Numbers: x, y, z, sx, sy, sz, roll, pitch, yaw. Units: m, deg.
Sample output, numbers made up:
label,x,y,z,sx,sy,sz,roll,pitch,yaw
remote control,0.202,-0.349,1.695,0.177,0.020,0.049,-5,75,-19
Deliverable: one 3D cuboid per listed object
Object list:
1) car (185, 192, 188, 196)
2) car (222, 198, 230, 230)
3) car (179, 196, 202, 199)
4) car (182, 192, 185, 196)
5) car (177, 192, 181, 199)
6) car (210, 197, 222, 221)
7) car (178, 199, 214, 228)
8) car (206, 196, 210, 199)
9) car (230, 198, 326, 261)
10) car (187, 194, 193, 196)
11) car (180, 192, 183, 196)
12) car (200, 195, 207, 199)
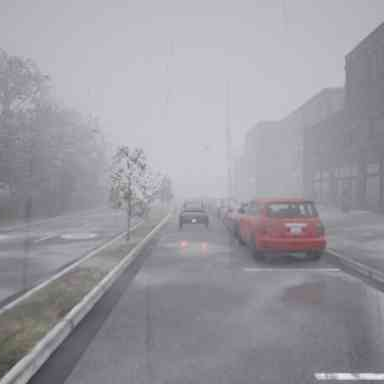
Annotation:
label,x,y,z,sx,sy,sz,roll,pitch,yaw
car,0.272,1.332,73.580,2.097,1.535,5.008,0,0,-6
car,3.059,1.337,17.939,2.185,1.767,4.553,0,0,0
car,-0.196,1.509,39.689,1.994,1.385,4.181,0,0,-2
car,-0.382,1.310,79.110,2.097,1.535,5.008,0,0,-7
car,-1.999,1.250,90.312,1.946,1.575,5.366,0,0,-9
car,3.065,1.323,29.038,2.185,1.767,4.553,1,0,0
car,0.106,1.466,22.026,2.128,1.511,4.902,0,0,0
car,2.950,1.469,34.660,2.163,1.488,4.792,0,0,-1
car,3.056,1.218,12.453,2.435,2.045,5.566,0,0,0
car,0.871,1.353,68.051,2.231,1.521,4.892,0,0,-5
car,-1.153,1.281,84.812,1.946,1.575,5.366,0,0,-8
car,2.537,1.457,45.866,2.002,1.452,4.674,0,0,-3
